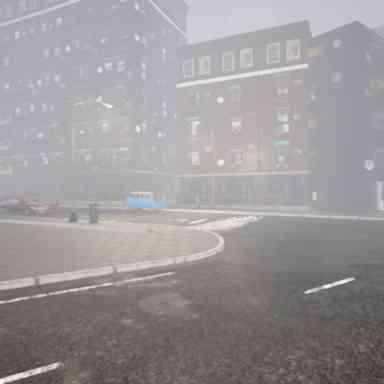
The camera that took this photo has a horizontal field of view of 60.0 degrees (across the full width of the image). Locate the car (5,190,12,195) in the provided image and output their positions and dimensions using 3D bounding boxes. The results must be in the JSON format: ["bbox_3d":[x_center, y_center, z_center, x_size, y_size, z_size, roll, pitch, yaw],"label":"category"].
[{"bbox_3d":[-18.069,0.766,27.887,5.009,1.841,2.192,1,0,25],"label":"car"}]

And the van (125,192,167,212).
[{"bbox_3d":[-4.245,0.892,30.769,3.998,1.788,1.690,1,0,25],"label":"van"}]

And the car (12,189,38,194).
[{"bbox_3d":[-19.604,0.615,37.808,5.009,1.841,2.192,1,0,25],"label":"car"}]

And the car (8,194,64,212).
[{"bbox_3d":[-13.280,1.092,28.523,4.718,1.301,1.895,1,1,25],"label":"car"}]

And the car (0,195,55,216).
[{"bbox_3d":[-12.954,1.116,25.539,4.206,1.307,1.802,1,0,25],"label":"car"}]
